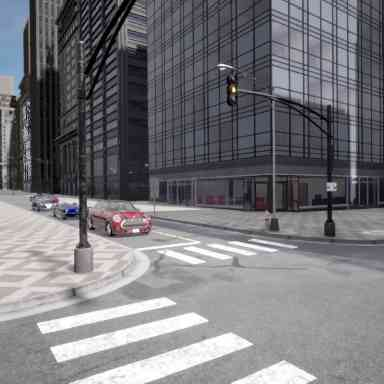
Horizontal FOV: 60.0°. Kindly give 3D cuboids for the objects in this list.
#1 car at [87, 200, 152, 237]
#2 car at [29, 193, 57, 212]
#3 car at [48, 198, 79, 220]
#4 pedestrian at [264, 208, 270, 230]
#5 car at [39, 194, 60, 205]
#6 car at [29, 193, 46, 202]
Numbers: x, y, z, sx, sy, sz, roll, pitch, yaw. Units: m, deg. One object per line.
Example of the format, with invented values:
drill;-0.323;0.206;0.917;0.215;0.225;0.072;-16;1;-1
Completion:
car;-3.927;1.234;17.701;2.097;1.767;4.553;-1;1;-34
car;-15.427;1.179;34.672;2.128;1.511;4.902;-1;1;-34
car;-9.605;1.390;26.081;1.895;1.301;4.718;-1;1;-34
pedestrian;3.897;1.374;17.288;0.500;1.100;0.500;0;0;-34
car;-20.554;1.063;47.894;1.994;1.385;4.181;-1;1;-34
car;-26.107;0.883;56.059;1.837;1.490;4.892;-1;1;-34
